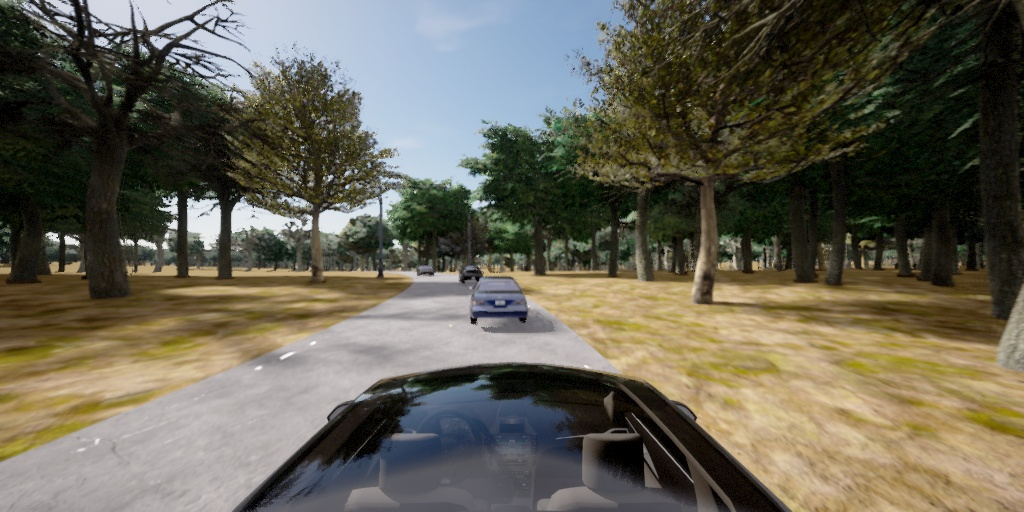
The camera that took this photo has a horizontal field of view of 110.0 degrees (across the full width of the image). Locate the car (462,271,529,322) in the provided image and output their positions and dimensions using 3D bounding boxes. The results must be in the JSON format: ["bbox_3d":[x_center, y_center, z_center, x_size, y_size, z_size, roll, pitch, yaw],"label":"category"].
[{"bbox_3d":[-0.558,1.418,12.814,2.033,1.411,5.357,0,-1,-5],"label":"car"}]

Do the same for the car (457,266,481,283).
[{"bbox_3d":[-3.834,1.648,32.763,1.837,1.490,4.892,0,-1,-13],"label":"car"}]

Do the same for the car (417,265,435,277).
[{"bbox_3d":[-11.315,1.927,46.708,2.033,1.411,5.357,0,-1,-20],"label":"car"}]
